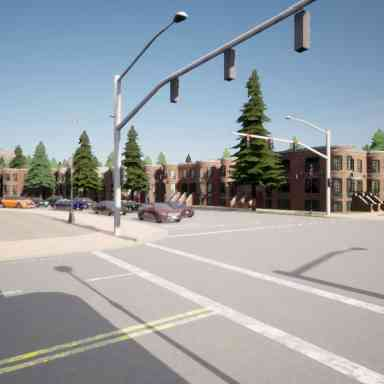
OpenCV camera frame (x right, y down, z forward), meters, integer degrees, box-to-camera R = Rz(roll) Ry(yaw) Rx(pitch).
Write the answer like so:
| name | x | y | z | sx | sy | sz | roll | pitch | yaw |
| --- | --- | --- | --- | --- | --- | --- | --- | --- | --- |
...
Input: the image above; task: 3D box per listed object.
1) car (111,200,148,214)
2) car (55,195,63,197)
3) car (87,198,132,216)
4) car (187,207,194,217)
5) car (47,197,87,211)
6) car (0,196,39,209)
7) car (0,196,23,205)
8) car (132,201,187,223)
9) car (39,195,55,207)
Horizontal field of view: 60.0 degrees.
| name | x | y | z | sx | sy | sz | roll | pitch | yaw |
| --- | --- | --- | --- | --- | --- | --- | --- | --- | --- |
| car | -6.977 | 1.601 | 36.992 | 1.895 | 1.301 | 4.718 | 0 | 0 | -41 |
| car | -23.208 | 1.352 | 56.519 | 4.553 | 1.767 | 2.097 | 0 | 0 | 21 |
| car | -8.279 | 1.547 | 33.224 | 2.033 | 1.411 | 5.357 | 0 | 0 | -38 |
| car | -1.613 | 1.564 | 30.066 | 1.994 | 1.385 | 4.181 | 0 | 0 | -37 |
| car | -14.971 | 1.601 | 39.995 | 4.718 | 1.301 | 1.895 | 0 | 0 | 38 |
| car | -23.695 | 1.352 | 45.390 | 4.553 | 1.767 | 2.097 | 0 | 0 | 25 |
| car | -32.892 | 1.492 | 58.985 | 4.902 | 1.511 | 2.128 | 0 | 0 | 9 |
| car | -2.598 | 1.526 | 25.546 | 1.812 | 1.442 | 4.674 | 0 | 0 | -35 |
| car | -23.286 | 1.492 | 49.070 | 4.902 | 1.511 | 2.128 | 0 | 0 | 23 |
